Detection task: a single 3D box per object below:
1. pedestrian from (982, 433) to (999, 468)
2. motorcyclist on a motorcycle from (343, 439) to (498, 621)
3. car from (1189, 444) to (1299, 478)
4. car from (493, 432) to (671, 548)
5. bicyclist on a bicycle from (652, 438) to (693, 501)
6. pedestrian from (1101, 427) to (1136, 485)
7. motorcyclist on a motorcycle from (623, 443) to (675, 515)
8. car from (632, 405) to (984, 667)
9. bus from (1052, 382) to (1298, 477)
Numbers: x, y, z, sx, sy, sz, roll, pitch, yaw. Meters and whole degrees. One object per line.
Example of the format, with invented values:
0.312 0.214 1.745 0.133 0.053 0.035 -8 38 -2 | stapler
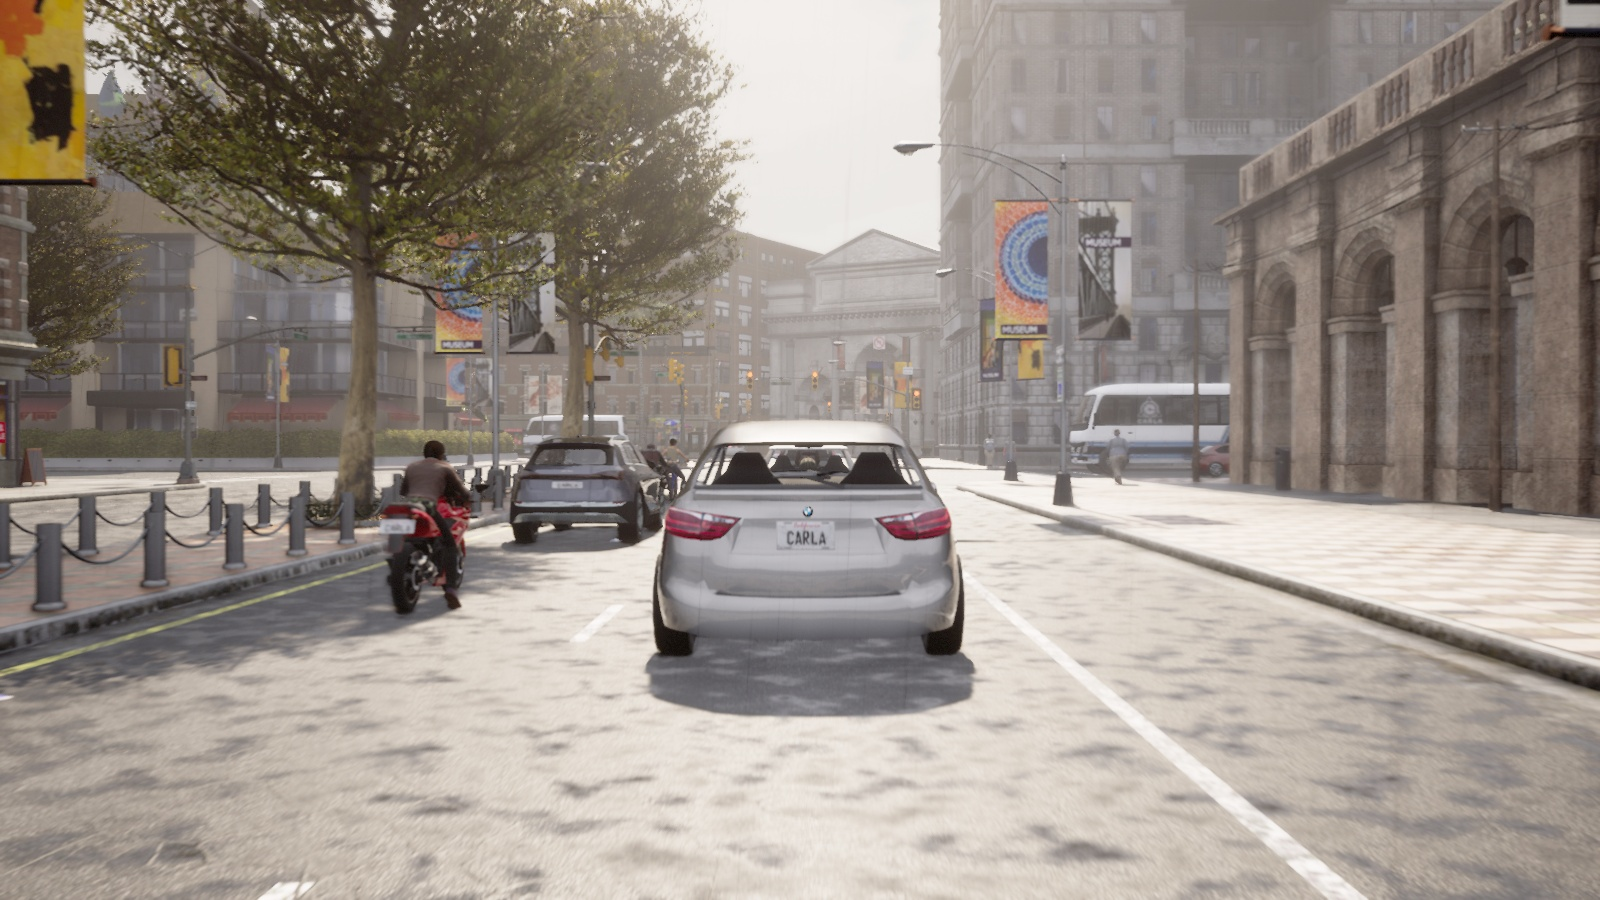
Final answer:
10.382 0.026 68.488 0.874 1.855 0.900 0 0 6 | pedestrian
-3.419 0.661 11.534 0.797 1.523 2.044 0 0 0 | motorcyclist on a motorcycle
19.419 0.465 55.049 4.193 1.474 1.816 0 0 0 | car
-3.369 0.559 20.416 2.033 1.649 4.856 0 0 0 | car
-3.341 0.494 32.990 0.866 1.612 1.509 0 0 2 | bicyclist on a bicycle
10.225 0.184 40.318 0.874 1.855 0.900 0 0 0 | pedestrian
-3.327 0.622 27.878 0.866 1.530 2.191 0 0 0 | motorcyclist on a motorcycle
0.072 0.533 10.303 2.242 1.667 4.611 0 0 1 | car
17.283 -0.946 58.542 10.273 4.253 3.944 0 0 0 | bus
